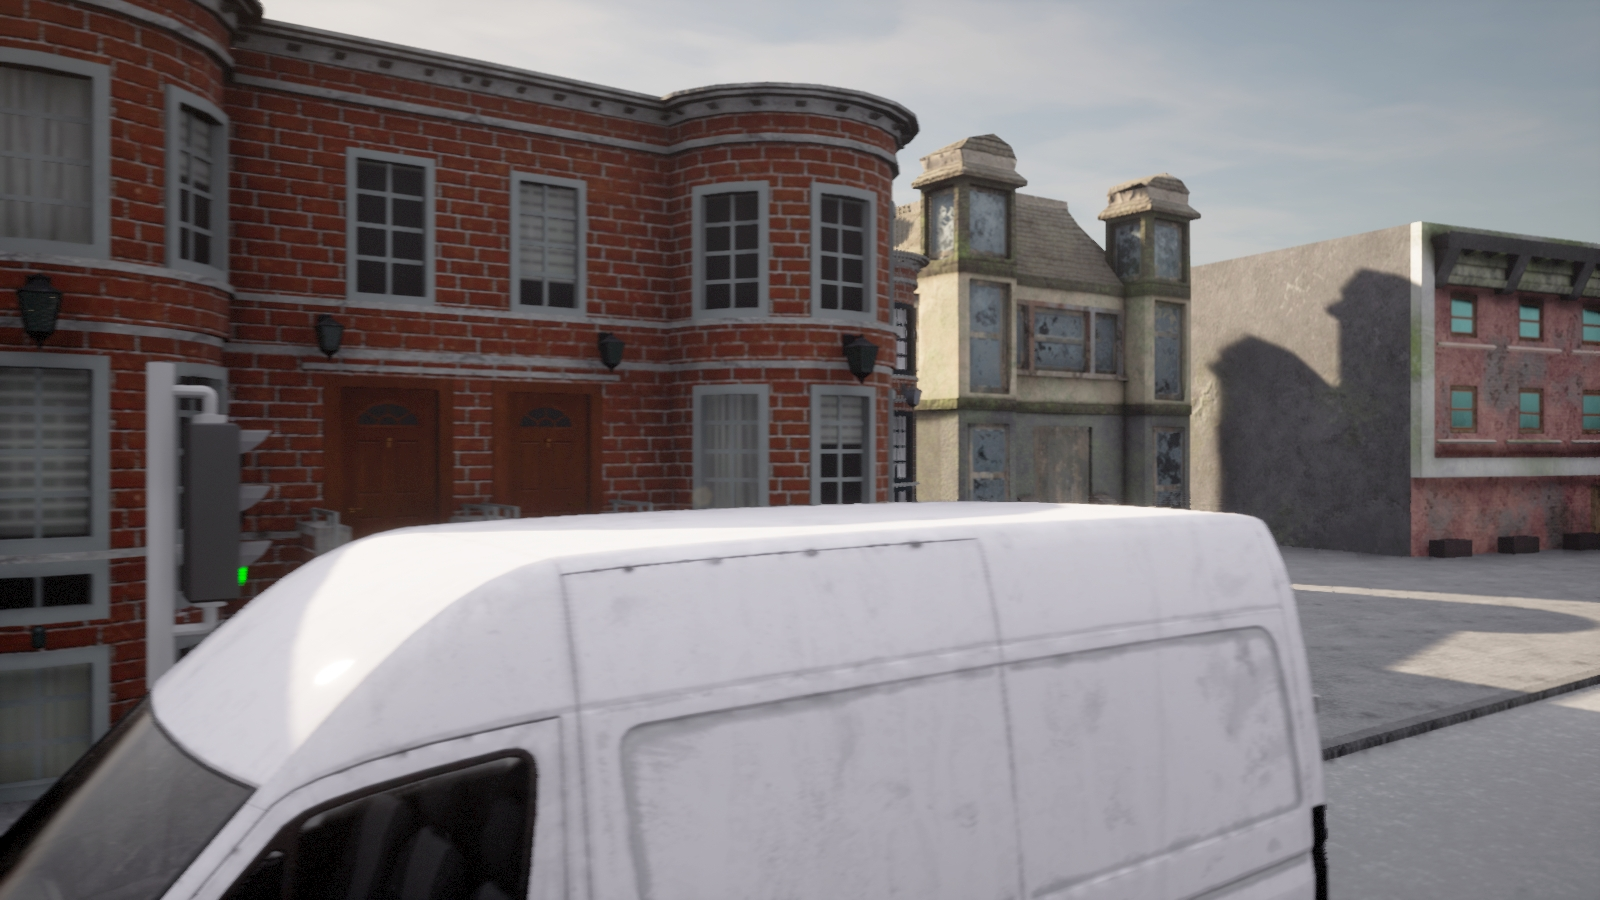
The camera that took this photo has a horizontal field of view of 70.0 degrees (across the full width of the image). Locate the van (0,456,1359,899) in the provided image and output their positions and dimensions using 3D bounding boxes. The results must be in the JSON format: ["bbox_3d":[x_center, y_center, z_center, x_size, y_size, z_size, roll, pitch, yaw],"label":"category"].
[{"bbox_3d":[-0.616,1.314,3.974,5.915,2.561,1.988,0,0,-35],"label":"van"}]
